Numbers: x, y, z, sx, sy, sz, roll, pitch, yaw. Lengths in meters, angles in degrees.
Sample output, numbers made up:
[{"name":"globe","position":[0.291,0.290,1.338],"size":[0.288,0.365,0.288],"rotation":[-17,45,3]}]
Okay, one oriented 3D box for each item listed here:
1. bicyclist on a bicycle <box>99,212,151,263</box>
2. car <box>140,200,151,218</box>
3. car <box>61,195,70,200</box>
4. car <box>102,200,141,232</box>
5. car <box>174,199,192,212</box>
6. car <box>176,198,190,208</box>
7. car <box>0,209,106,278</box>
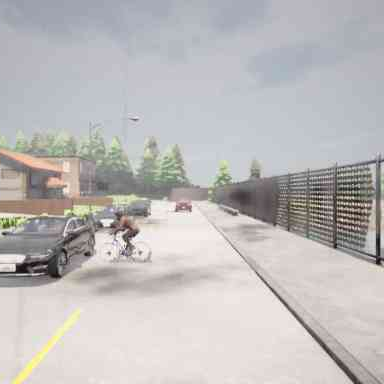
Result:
[{"name":"bicyclist on a bicycle","position":[-2.125,1.451,10.482],"size":[1.656,1.620,0.582],"rotation":[-1,0,-2]},{"name":"car","position":[-4.885,1.478,30.667],"size":[1.882,1.535,5.008],"rotation":[0,0,-1]},{"name":"car","position":[-18.499,1.134,45.112],"size":[3.633,1.501,1.845],"rotation":[0,0,-2]},{"name":"car","position":[-4.617,1.491,20.190],"size":[2.128,1.511,4.902],"rotation":[0,0,-2]},{"name":"car","position":[-0.949,1.526,38.067],"size":[1.812,1.442,4.674],"rotation":[0,0,-1]},{"name":"car","position":[-1.277,1.601,48.235],"size":[1.895,1.301,4.718],"rotation":[0,0,-1]},{"name":"car","position":[-4.342,1.491,10.156],"size":[2.128,1.511,4.902],"rotation":[0,0,-2]}]
